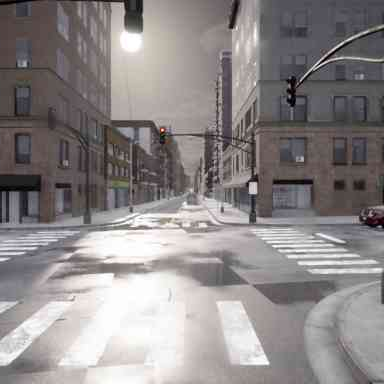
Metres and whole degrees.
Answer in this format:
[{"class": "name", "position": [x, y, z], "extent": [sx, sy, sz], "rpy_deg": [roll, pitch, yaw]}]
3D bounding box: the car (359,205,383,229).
[{"class": "car", "position": [12.058, 1.123, 18.418], "extent": [5.009, 1.841, 2.192], "rpy_deg": [-1, 1, 0]}]

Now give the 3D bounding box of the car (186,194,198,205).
[{"class": "car", "position": [0.000, 1.593, 60.066], "extent": [2.033, 1.411, 5.357], "rpy_deg": [0, 0, 0]}]
